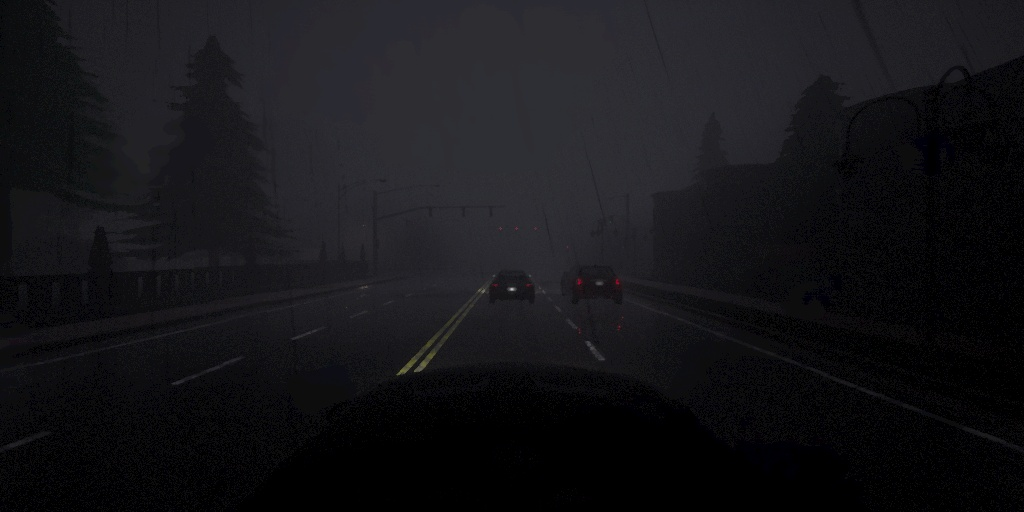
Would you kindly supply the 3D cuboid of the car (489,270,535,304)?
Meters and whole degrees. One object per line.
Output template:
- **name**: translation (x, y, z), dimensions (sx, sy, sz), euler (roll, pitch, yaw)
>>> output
- **car**: translation (0.000, 1.321, 16.500), dimensions (1.994, 1.385, 4.181), euler (0, 0, 0)

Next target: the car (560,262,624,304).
- **car**: translation (3.500, 1.115, 16.470), dimensions (2.097, 1.767, 4.553), euler (0, 0, 0)

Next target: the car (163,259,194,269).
- **car**: translation (-44.455, 1.233, 46.168), dimensions (5.008, 1.535, 1.882), euler (0, 0, 0)
